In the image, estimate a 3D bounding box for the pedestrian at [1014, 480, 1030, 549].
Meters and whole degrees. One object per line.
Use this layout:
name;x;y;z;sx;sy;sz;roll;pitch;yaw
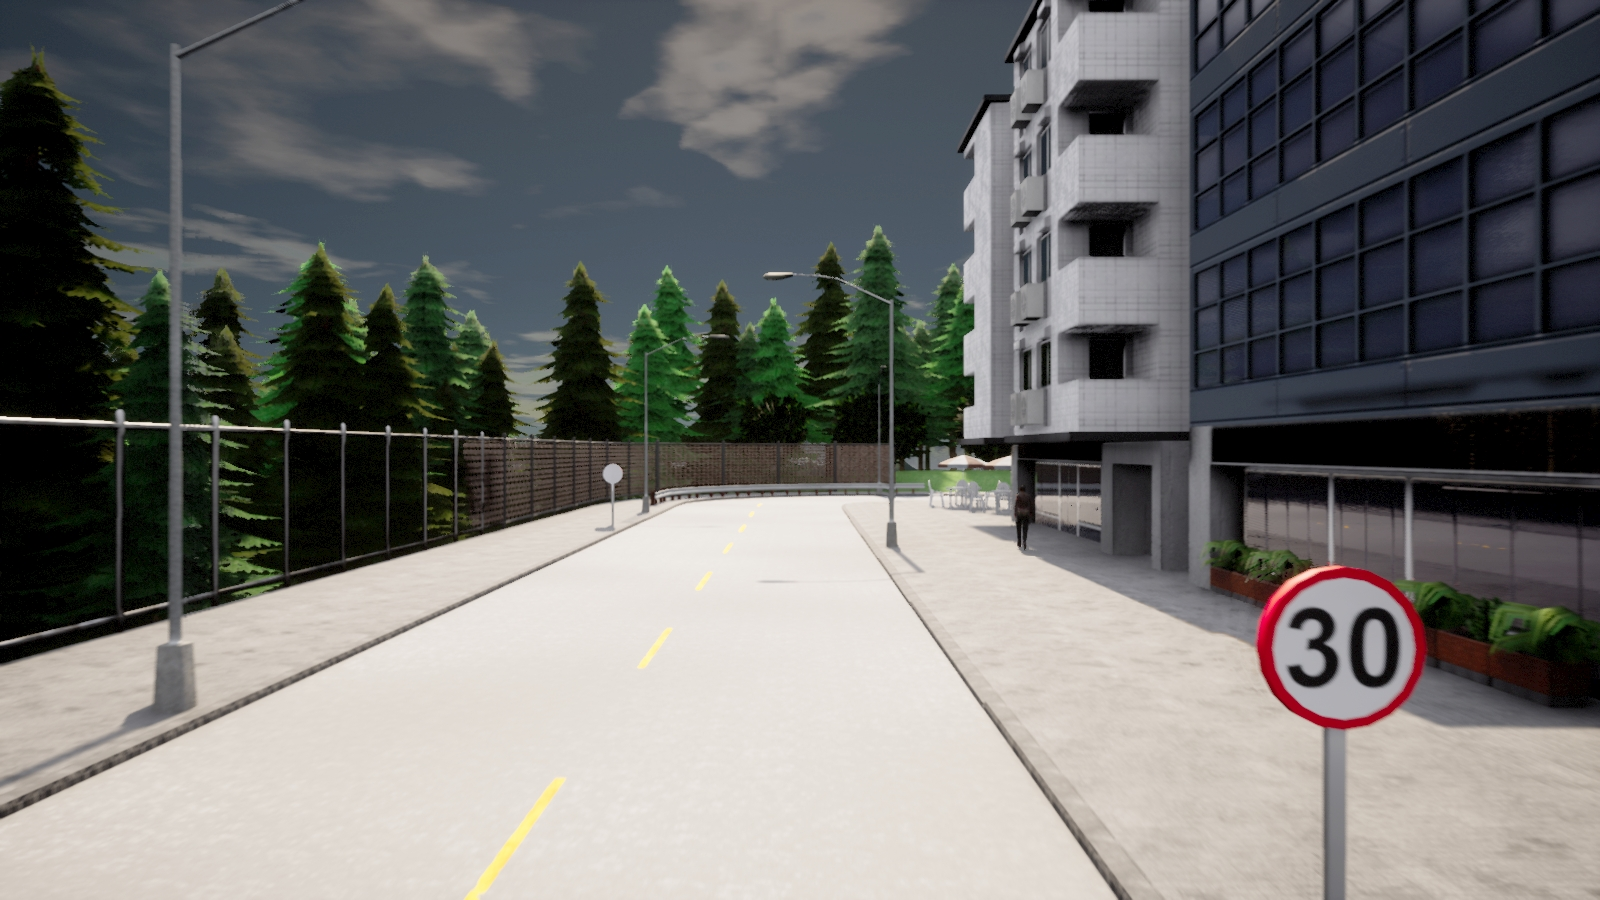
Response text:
pedestrian;6.009;1.744;30.903;0.375;1.860;0.375;0;0;1
